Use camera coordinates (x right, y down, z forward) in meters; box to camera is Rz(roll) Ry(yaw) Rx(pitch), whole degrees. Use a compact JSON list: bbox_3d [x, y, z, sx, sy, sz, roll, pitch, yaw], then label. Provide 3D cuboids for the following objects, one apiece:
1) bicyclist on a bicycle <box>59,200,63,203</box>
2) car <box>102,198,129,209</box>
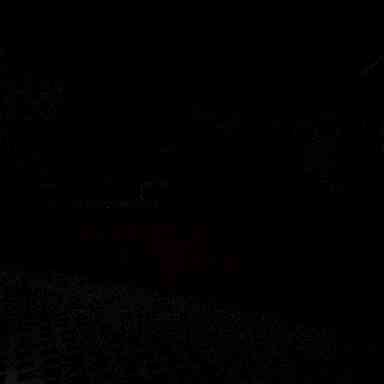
[{"bbox_3d":[-9.455,1.379,24.359,1.656,1.620,0.582,-3,-2,22],"label":"bicyclist on a bicycle"},{"bbox_3d":[-9.402,1.810,40.136,2.150,2.045,5.566,-3,-2,22],"label":"car"}]
